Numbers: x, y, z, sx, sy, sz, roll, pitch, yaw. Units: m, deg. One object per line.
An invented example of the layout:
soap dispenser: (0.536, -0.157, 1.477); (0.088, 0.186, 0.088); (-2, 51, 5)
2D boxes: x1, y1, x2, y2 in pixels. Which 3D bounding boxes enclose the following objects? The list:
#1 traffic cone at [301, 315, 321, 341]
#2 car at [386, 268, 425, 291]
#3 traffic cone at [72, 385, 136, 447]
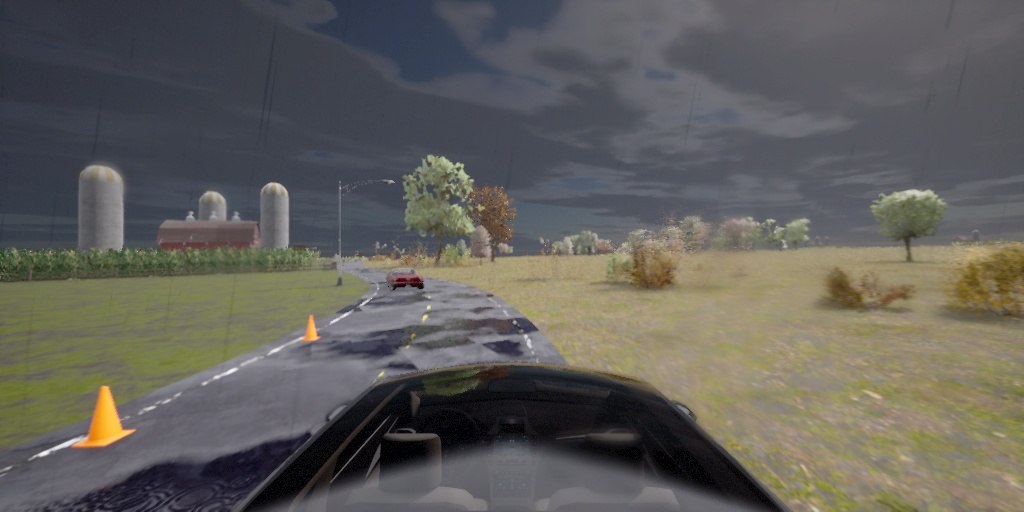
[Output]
traffic cone: (-4.922, 1.740, 8.795); (0.340, 0.580, 0.340); (0, 0, -7)
car: (-6.792, 1.419, 22.504); (1.895, 1.301, 4.718); (0, 0, -23)
traffic cone: (-4.528, 1.741, 3.993); (0.340, 0.580, 0.340); (0, 0, -3)
